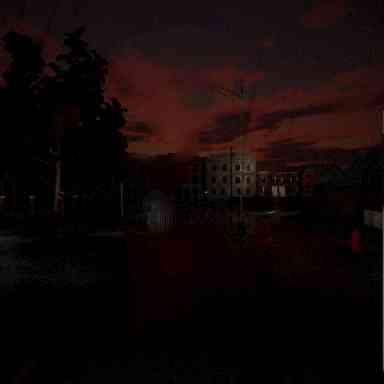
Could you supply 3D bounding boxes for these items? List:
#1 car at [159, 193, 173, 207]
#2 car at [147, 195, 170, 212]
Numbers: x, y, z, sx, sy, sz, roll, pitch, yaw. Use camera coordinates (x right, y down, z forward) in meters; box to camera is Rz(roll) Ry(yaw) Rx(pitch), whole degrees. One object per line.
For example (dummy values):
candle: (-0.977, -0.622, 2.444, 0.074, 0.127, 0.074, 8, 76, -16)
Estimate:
car: (-4.122, 1.220, 50.094, 2.150, 2.045, 5.566, 0, 0, 1)
car: (-4.142, 1.492, 39.507, 2.128, 1.511, 4.902, 0, 0, 0)
